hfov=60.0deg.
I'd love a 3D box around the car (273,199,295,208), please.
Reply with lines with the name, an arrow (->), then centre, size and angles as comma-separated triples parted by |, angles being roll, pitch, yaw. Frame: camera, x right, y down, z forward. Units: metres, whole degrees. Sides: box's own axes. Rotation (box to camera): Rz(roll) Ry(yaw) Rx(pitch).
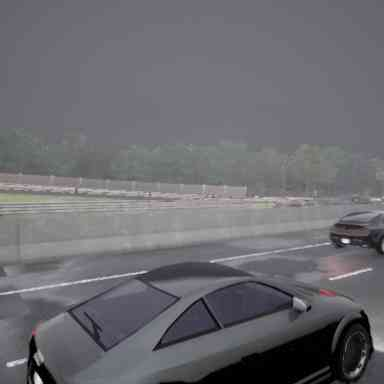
car -> 11.206, 1.567, 37.770 | 4.674, 1.442, 1.812 | 0, 0, -35

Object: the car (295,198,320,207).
car -> 13.469, 1.393, 35.084 | 4.553, 1.767, 2.097 | 0, 0, -35

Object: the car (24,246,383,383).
car -> 0.332, 1.565, 3.983 | 4.181, 1.385, 1.994 | 0, 0, -35

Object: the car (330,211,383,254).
car -> 7.516, 1.517, 13.405 | 4.892, 1.490, 1.837 | 0, 0, -35

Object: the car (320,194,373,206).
car -> 15.215, 1.262, 32.035 | 5.566, 2.045, 2.150 | 0, 0, -35
